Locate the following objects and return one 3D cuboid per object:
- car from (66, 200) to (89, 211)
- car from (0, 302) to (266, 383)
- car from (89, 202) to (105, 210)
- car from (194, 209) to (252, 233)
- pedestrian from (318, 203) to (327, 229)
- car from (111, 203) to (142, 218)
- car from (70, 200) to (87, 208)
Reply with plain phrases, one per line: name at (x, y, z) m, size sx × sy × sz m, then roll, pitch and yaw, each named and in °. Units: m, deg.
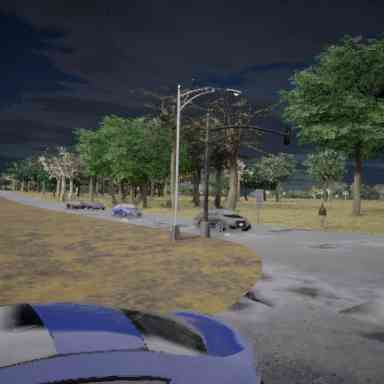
car at (-17.923, 2.023, 51.076) m, size 1.882 × 1.535 × 5.008 m, roll 3°, pitch -2°, yaw -33°
car at (-1.521, 1.526, 1.796) m, size 4.674 × 1.442 × 1.812 m, roll 0°, pitch 0°, yaw -36°
car at (-15.824, 2.255, 54.466) m, size 1.994 × 1.385 × 4.181 m, roll 3°, pitch -2°, yaw -35°
car at (1.855, 1.751, 21.041) m, size 1.994 × 1.385 × 4.181 m, roll 2°, pitch -2°, yaw -30°
pedestrian at (9.301, 1.717, 23.824) m, size 0.375 × 1.860 × 0.375 m, roll 1°, pitch -1°, yaw -34°
car at (-6.798, 1.911, 34.255) m, size 1.812 × 1.442 × 4.674 m, roll 3°, pitch -2°, yaw -34°
car at (-21.383, 2.308, 62.776) m, size 1.994 × 1.385 × 4.181 m, roll 3°, pitch -2°, yaw -34°
